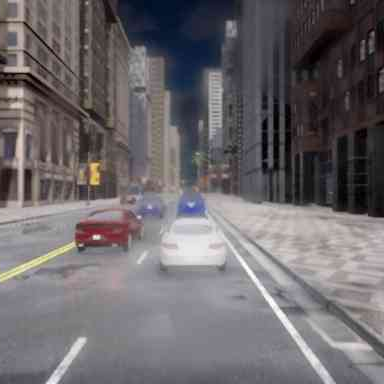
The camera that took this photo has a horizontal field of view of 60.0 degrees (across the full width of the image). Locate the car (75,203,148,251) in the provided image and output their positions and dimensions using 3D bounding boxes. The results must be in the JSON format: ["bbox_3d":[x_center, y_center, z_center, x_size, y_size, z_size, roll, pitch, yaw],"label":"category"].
[{"bbox_3d":[-3.228,1.422,13.807,1.882,1.535,5.008,0,-1,0],"label":"car"}]

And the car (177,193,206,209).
[{"bbox_3d":[-0.032,1.115,27.442,2.150,2.045,5.566,0,1,0],"label":"car"}]

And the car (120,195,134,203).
[{"bbox_3d":[-9.996,1.266,52.240,1.882,1.535,5.008,0,0,0],"label":"car"}]

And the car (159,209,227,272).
[{"bbox_3d":[0.014,1.482,10.480,1.812,1.442,4.674,0,0,-1],"label":"car"}]

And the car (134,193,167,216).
[{"bbox_3d":[-3.282,1.238,28.207,2.097,1.767,4.553,0,0,0],"label":"car"}]
